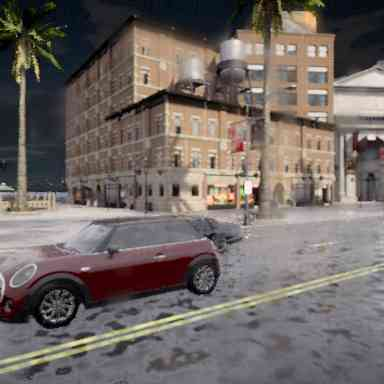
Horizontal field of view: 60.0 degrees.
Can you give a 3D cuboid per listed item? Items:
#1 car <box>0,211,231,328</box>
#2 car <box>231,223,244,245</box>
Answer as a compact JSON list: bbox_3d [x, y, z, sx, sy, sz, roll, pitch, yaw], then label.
[{"bbox_3d":[-1.634,1.347,7.095,4.553,1.767,2.097,0,0,-35],"label":"car"},{"bbox_3d":[-0.542,1.534,12.116,5.357,1.411,2.033,0,0,-35],"label":"car"}]
